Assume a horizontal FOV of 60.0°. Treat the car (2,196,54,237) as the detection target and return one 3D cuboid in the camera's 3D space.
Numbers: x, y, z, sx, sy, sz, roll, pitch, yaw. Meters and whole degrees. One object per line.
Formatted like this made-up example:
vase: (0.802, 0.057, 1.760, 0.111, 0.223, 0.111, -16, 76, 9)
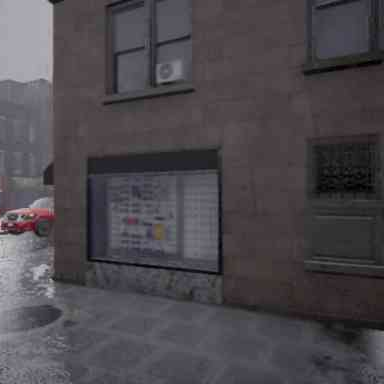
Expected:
car: (-7.524, 1.216, 18.518, 2.150, 2.045, 5.566, 0, 0, 25)
